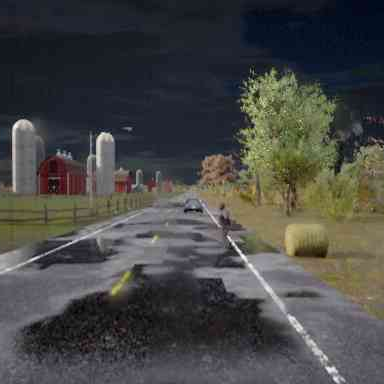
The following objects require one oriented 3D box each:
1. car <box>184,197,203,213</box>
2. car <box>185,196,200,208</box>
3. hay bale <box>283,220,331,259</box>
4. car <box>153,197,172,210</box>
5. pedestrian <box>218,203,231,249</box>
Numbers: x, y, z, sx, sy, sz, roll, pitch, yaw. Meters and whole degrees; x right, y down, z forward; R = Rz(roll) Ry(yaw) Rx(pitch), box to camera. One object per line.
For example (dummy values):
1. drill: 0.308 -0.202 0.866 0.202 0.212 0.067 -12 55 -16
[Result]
1. car: 0.137 1.487 35.684 1.994 1.385 4.181 0 0 -1
2. car: 0.094 1.390 46.951 2.128 1.511 4.902 0 0 1
3. hay bale: 4.021 1.630 11.751 1.220 1.180 1.240 1 1 0
4. car: -3.544 1.419 40.643 1.837 1.490 4.892 0 0 0
5. pedestrian: 1.249 1.266 12.785 0.375 1.860 0.375 -1 1 -2
